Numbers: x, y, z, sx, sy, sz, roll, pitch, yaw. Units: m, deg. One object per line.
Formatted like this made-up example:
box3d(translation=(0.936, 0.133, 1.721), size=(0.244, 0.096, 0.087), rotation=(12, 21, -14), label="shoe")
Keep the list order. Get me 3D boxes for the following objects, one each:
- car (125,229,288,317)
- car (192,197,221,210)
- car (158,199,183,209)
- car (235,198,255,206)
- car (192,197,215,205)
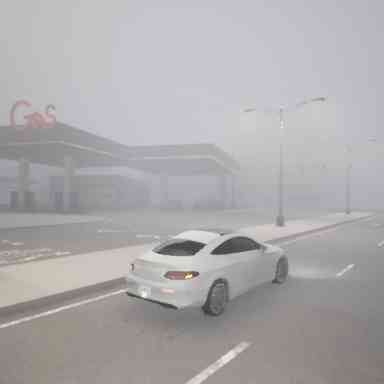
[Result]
box3d(translation=(0.594, 1.577, 7.654), size=(1.812, 1.442, 4.674), rotation=(0, 0, 38), label="car")
box3d(translation=(2.028, 1.576, 44.596), size=(2.242, 1.667, 4.611), rotation=(0, 0, 38), label="car")
box3d(translation=(-3.013, 1.701, 47.458), size=(1.970, 1.475, 3.806), rotation=(0, 0, 38), label="car")
box3d(translation=(10.564, 2.031, 67.807), size=(4.674, 1.442, 1.812), rotation=(0, 0, 36), label="car")
box3d(translation=(2.516, 1.956, 73.703), size=(4.892, 1.490, 1.837), rotation=(0, 0, 36), label="car")
